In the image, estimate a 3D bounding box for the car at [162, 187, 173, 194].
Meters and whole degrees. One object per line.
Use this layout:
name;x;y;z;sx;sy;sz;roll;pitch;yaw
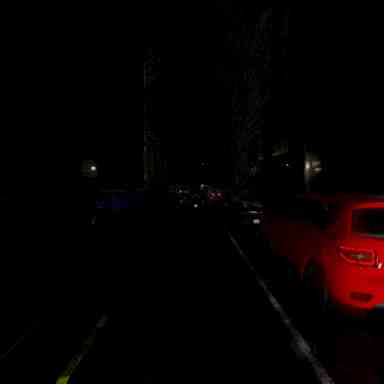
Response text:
car;-5.085;-0.303;68.468;1.887;1.381;4.507;0;2;1

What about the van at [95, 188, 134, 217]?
van;-5.476;0.710;23.290;1.690;1.788;3.998;0;2;1

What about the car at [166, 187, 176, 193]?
car;-4.988;-0.599;79.761;2.008;1.369;4.403;0;2;1

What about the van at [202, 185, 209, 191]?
van;3.632;-1.113;90.979;1.690;1.788;3.998;0;2;1

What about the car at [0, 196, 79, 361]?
car;-3.071;1.121;3.634;2.150;2.045;5.566;0;2;0

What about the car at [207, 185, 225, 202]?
car;3.195;0.349;40.165;1.967;1.590;4.097;0;2;1

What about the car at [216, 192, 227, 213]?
car;3.050;0.917;23.229;2.008;1.369;4.403;0;2;1

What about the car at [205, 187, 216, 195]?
car;3.391;-0.153;62.752;1.887;1.381;4.507;0;2;1

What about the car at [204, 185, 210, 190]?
car;3.292;0.045;51.457;1.967;1.590;4.097;0;2;1

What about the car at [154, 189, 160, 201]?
car;-5.330;0.441;40.065;1.752;1.417;4.829;0;2;1

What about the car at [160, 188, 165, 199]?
car;-5.280;0.325;45.882;1.947;1.339;4.313;0;2;1

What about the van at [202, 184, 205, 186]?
van;3.438;-0.508;68.393;1.690;1.788;3.998;0;2;1

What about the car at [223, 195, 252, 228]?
car;3.002;1.070;17.582;2.008;1.369;4.403;0;2;1

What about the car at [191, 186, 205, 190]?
car;0.477;0.267;45.744;1.837;1.490;4.892;0;2;1

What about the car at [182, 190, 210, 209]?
car;0.341;0.789;29.889;1.895;1.301;4.718;0;2;1

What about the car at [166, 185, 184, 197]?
car;-2.555;-0.082;52.969;2.097;1.767;4.553;0;2;1

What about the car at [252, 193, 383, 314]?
car;3.096;1.019;7.331;2.150;2.045;5.566;0;2;-2

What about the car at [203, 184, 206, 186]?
car;3.341;-0.106;57.103;1.967;1.590;4.097;0;2;1

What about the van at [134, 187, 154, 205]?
van;-5.379;0.404;34.583;1.690;1.788;3.998;0;2;1

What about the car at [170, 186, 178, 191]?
car;-4.891;-0.901;91.054;2.008;1.369;4.403;0;2;1

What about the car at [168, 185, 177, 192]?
car;-4.941;-0.861;85.405;1.967;1.590;4.097;0;2;1
